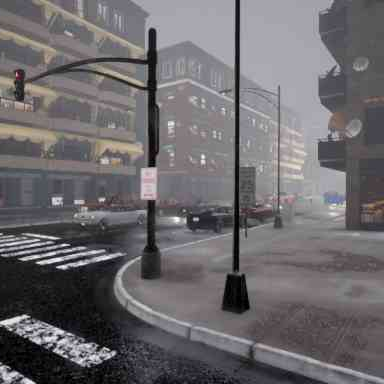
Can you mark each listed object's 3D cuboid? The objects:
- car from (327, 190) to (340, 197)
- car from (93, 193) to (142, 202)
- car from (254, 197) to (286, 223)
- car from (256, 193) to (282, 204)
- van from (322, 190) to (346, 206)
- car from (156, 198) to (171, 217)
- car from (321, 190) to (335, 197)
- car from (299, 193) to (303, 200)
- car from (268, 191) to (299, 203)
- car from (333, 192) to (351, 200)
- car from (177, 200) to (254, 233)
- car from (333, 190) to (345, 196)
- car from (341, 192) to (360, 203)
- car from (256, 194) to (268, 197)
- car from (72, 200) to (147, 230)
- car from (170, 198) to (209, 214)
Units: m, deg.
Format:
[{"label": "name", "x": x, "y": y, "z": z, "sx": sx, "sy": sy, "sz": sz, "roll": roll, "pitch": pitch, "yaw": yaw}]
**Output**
[{"label": "car", "x": 33.027, "y": 0.337, "z": 77.497, "sx": 1.802, "sy": 1.307, "sz": 4.206, "roll": 2, "pitch": 2, "yaw": 35}, {"label": "car", "x": -5.436, "y": 1.031, "z": 22.821, "sx": 2.192, "sy": 1.841, "sz": 5.009, "roll": 2, "pitch": 2, "yaw": 35}, {"label": "car", "x": 4.598, "y": 1.283, "z": 22.529, "sx": 1.802, "sy": 1.307, "sz": 4.206, "roll": 2, "pitch": 2, "yaw": 35}, {"label": "car", "x": 10.589, "y": 0.881, "z": 45.606, "sx": 1.947, "sy": 1.339, "sz": 4.313, "roll": 2, "pitch": 2, "yaw": 35}, {"label": "van", "x": 17.422, "y": 0.721, "z": 40.748, "sx": 1.690, "sy": 1.788, "sz": 3.998, "roll": 2, "pitch": 2, "yaw": 35}, {"label": "car", "x": -2.233, "y": 1.181, "z": 27.383, "sx": 1.887, "sy": 1.381, "sz": 4.507, "roll": 2, "pitch": 2, "yaw": 35}, {"label": "car", "x": 29.822, "y": 0.379, "z": 72.941, "sx": 1.887, "sy": 1.381, "sz": 4.507, "roll": 2, "pitch": 2, "yaw": 35}, {"label": "car", "x": 17.000, "y": 0.720, "z": 54.718, "sx": 1.947, "sy": 1.339, "sz": 4.313, "roll": 2, "pitch": 2, "yaw": 35}, {"label": "car", "x": 11.488, "y": 0.718, "z": 42.339, "sx": 2.097, "sy": 1.767, "sz": 4.553, "roll": 1, "pitch": 1, "yaw": 36}, {"label": "car", "x": 25.871, "y": 0.696, "z": 57.282, "sx": 1.895, "sy": 1.301, "sz": 4.718, "roll": 1, "pitch": 1, "yaw": 35}, {"label": "car", "x": 1.392, "y": 1.348, "z": 17.974, "sx": 1.947, "sy": 1.339, "sz": 4.313, "roll": 2, "pitch": 2, "yaw": 35}, {"label": "car", "x": 36.233, "y": 0.257, "z": 82.053, "sx": 1.802, "sy": 1.307, "sz": 4.206, "roll": 2, "pitch": 2, "yaw": 35}, {"label": "car", "x": 23.831, "y": 0.764, "z": 49.863, "sx": 1.887, "sy": 1.381, "sz": 4.507, "roll": 2, "pitch": 2, "yaw": 35}, {"label": "car", "x": 5.782, "y": 1.013, "z": 34.279, "sx": 1.837, "sy": 1.490, "sz": 4.892, "roll": 1, "pitch": 1, "yaw": 35}, {"label": "car", "x": -4.565, "y": 1.368, "z": 19.578, "sx": 1.895, "sy": 1.301, "sz": 4.718, "roll": 1, "pitch": 1, "yaw": 35}, {"label": "car", "x": 0.529, "y": 1.203, "z": 26.843, "sx": 1.994, "sy": 1.385, "sz": 4.181, "roll": 1, "pitch": 1, "yaw": 34}]
